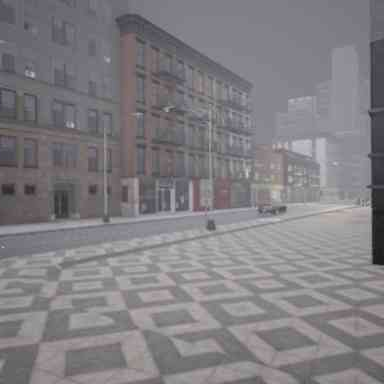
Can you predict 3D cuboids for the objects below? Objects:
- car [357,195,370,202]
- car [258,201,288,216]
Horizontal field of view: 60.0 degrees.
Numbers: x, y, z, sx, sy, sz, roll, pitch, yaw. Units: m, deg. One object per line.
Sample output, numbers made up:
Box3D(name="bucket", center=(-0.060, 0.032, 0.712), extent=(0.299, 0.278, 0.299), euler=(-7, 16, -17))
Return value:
Box3D(name="car", center=(42.360, 1.874, 83.011), extent=(1.994, 1.385, 4.181), euler=(-1, 0, 35))
Box3D(name="car", center=(8.719, 1.673, 35.582), extent=(2.128, 1.511, 4.902), euler=(-1, 0, 35))
